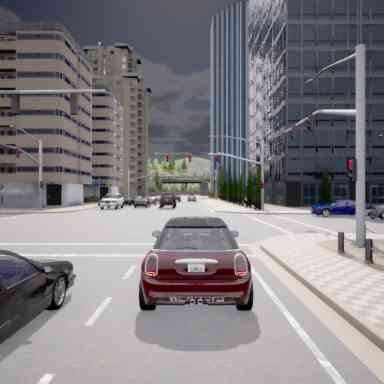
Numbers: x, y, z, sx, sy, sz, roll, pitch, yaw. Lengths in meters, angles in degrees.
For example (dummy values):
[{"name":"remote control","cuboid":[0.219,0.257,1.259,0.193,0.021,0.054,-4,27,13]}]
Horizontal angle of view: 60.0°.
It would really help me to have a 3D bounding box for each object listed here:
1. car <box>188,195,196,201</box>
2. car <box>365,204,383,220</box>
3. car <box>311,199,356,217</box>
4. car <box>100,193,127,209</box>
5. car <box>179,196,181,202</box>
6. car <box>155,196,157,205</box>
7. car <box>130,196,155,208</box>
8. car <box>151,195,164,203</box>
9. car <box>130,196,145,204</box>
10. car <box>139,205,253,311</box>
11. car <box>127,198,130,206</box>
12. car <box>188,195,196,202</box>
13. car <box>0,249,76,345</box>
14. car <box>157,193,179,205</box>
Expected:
[{"name":"car","cuboid":[-0.004,1.493,84.305,1.812,1.442,4.674,0,0,0]},{"name":"car","cuboid":[16.279,1.436,26.314,4.902,1.511,2.128,0,0,0]},{"name":"car","cuboid":[13.292,1.422,29.837,5.008,1.535,1.882,0,0,1]},{"name":"car","cuboid":[-10.601,1.222,44.433,2.150,2.045,5.566,0,0,0]},{"name":"car","cuboid":[-3.503,1.471,74.978,1.882,1.535,5.008,0,0,0]},{"name":"car","cuboid":[-7.083,1.491,57.459,2.128,1.511,4.902,0,0,0]},{"name":"car","cuboid":[-7.101,1.547,47.946,2.033,1.411,5.357,0,0,0]},{"name":"car","cuboid":[-7.016,1.491,67.708,2.128,1.511,4.902,0,0,0]},{"name":"car","cuboid":[-10.542,1.491,64.578,2.128,1.511,4.902,0,0,1]},{"name":"car","cuboid":[0.082,1.352,7.940,2.097,1.767,4.553,0,0,0]},{"name":"car","cuboid":[-10.594,1.601,54.201,1.895,1.301,4.718,0,0,0]},{"name":"car","cuboid":[-0.004,1.547,75.812,1.994,1.385,4.181,0,0,0]},{"name":"car","cuboid":[-3.434,1.547,4.742,2.033,1.411,5.357,0,0,0]},{"name":"car","cuboid":[-3.391,1.221,48.165,2.150,2.045,5.566,0,0,0]}]
